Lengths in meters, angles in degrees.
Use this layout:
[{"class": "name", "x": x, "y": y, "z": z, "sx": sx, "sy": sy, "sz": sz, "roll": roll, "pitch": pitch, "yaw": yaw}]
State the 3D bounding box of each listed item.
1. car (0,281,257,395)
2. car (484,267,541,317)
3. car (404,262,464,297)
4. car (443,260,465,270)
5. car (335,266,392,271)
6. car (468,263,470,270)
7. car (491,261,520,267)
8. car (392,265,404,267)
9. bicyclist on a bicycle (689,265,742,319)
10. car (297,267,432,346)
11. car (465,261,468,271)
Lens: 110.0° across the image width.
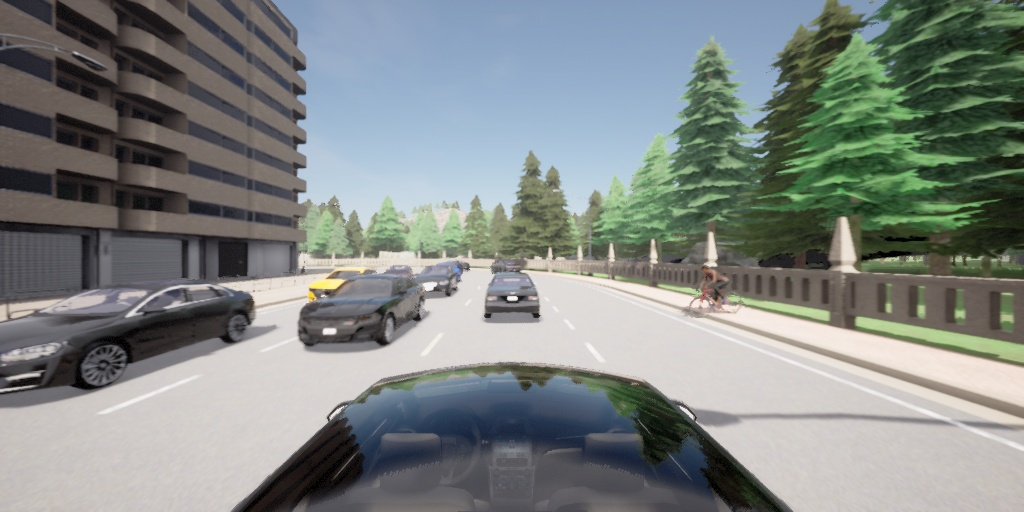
[{"class": "car", "x": -7.197, "y": 1.272, "z": 6.922, "sx": 2.128, "sy": 1.511, "sz": 4.902, "roll": 0, "pitch": 0, "yaw": -3}, {"class": "car", "x": -0.002, "y": 1.298, "z": 13.086, "sx": 2.033, "sy": 1.411, "sz": 5.357, "roll": 0, "pitch": 0, "yaw": 0}, {"class": "car", "x": -3.986, "y": 1.259, "z": 19.191, "sx": 2.128, "sy": 1.511, "sz": 4.902, "roll": 0, "pitch": 0, "yaw": -3}, {"class": "car", "x": -5.286, "y": 1.251, "z": 29.134, "sx": 1.882, "sy": 1.535, "sz": 5.008, "roll": 0, "pitch": 0, "yaw": -16}, {"class": "car", "x": -7.341, "y": 1.259, "z": 16.425, "sx": 1.882, "sy": 1.535, "sz": 5.008, "roll": 0, "pitch": 0, "yaw": -2}, {"class": "car", "x": -7.458, "y": 1.275, "z": 47.971, "sx": 2.128, "sy": 1.511, "sz": 4.902, "roll": 0, "pitch": 0, "yaw": -40}, {"class": "car", "x": -0.733, "y": 1.246, "z": 37.327, "sx": 2.128, "sy": 1.511, "sz": 4.902, "roll": 0, "pitch": 0, "yaw": -23}, {"class": "car", "x": -8.232, "y": 1.349, "z": 26.322, "sx": 1.994, "sy": 1.385, "sz": 4.181, "roll": 0, "pitch": 0, "yaw": -13}, {"class": "bicyclist on a bicycle", "x": 6.228, "y": 1.069, "z": 11.093, "sx": 1.656, "sy": 1.620, "sz": 0.582, "roll": -8, "pitch": 0, "yaw": -1}, {"class": "car", "x": -3.703, "y": 1.244, "z": 9.695, "sx": 1.882, "sy": 1.535, "sz": 5.008, "roll": 0, "pitch": 0, "yaw": -1}, {"class": "car", "x": -7.409, "y": 1.289, "z": 42.217, "sx": 1.837, "sy": 1.490, "sz": 4.892, "roll": 0, "pitch": 1, "yaw": -33}]
